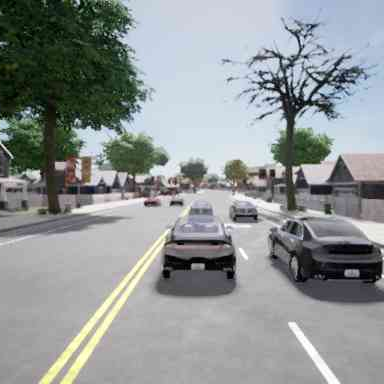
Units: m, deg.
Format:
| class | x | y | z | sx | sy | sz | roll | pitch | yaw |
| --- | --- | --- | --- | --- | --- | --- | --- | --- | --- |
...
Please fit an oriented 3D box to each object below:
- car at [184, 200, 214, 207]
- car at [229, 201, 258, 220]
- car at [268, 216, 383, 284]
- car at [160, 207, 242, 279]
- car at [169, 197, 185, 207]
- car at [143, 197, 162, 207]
| class | x | y | z | sx | sy | sz | roll | pitch | yaw |
| --- | --- | --- | --- | --- | --- | --- | --- | --- | --- |
| car | 0.724 | 1.388 | 26.204 | 2.033 | 1.411 | 5.357 | 0 | 0 | 2 |
| car | 3.972 | 1.390 | 26.079 | 2.033 | 1.411 | 5.357 | 0 | 0 | 2 |
| car | 3.453 | 1.452 | 9.436 | 1.837 | 1.490 | 4.892 | 0 | 0 | 2 |
| car | 0.214 | 1.435 | 9.829 | 2.128 | 1.511 | 4.902 | 0 | 0 | 2 |
| car | -2.030 | 1.304 | 45.958 | 1.895 | 1.301 | 4.718 | 0 | 0 | 2 |
| car | -5.317 | 1.310 | 45.004 | 1.895 | 1.301 | 4.718 | 0 | 0 | 2 |
